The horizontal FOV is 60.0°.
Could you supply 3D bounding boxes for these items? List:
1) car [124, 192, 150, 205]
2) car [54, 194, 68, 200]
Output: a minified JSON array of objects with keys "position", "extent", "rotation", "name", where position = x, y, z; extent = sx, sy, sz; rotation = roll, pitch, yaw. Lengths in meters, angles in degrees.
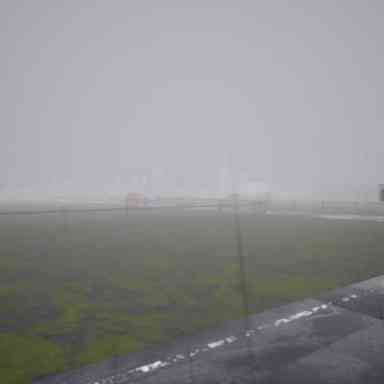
[{"position":[-9.386,1.085,56.430],"extent":[2.150,2.045,5.566],"rotation":[1,-1,-40],"name":"car"},{"position":[-34.708,1.355,88.049],"extent":[1.882,1.535,5.008],"rotation":[1,-1,-45],"name":"car"}]
